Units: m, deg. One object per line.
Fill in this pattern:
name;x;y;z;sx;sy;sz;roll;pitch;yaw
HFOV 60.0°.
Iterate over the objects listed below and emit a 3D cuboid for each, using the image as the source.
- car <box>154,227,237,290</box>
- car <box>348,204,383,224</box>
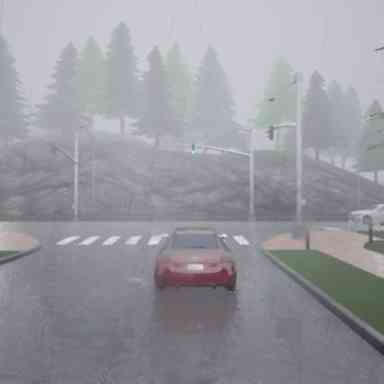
car;0.088;1.680;9.460;1.994;1.385;4.181;0;-1;0
car;14.328;1.669;25.195;4.674;1.442;1.812;0;-1;0
